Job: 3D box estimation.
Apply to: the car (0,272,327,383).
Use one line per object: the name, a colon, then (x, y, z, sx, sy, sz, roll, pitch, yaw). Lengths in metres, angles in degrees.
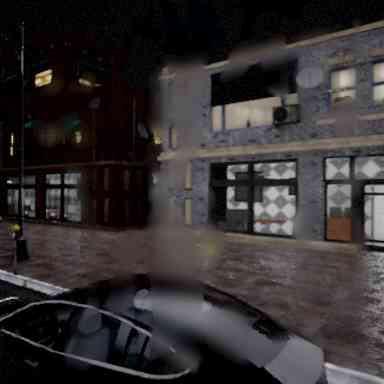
car: (-0.847, 1.564, 3.475, 4.313, 1.339, 1.947, 0, 0, 36)
